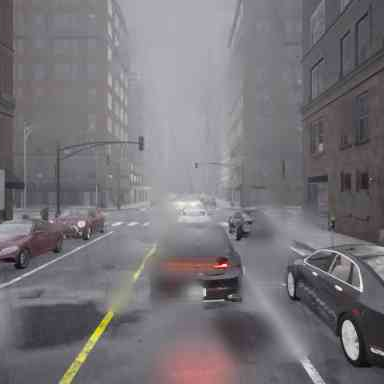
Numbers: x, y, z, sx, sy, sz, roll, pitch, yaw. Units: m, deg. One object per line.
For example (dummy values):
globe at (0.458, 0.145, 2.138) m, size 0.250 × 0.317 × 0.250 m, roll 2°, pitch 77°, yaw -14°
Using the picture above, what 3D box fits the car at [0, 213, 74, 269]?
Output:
car at (-5.669, 1.582, 11.060) m, size 1.802 × 1.307 × 4.206 m, roll 0°, pitch 0°, yaw 0°

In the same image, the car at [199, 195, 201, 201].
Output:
car at (2.917, 1.606, 64.469) m, size 2.008 × 1.369 × 4.403 m, roll 0°, pitch 0°, yaw 0°

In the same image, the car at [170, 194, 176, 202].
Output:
car at (-5.578, 1.625, 80.537) m, size 1.752 × 1.417 × 4.829 m, roll 0°, pitch 0°, yaw 0°

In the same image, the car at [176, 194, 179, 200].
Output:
car at (-5.558, 1.456, 91.525) m, size 2.192 × 1.841 × 5.009 m, roll 0°, pitch 0°, yaw 0°

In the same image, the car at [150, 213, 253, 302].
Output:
car at (0.099, 1.505, 8.226) m, size 1.837 × 1.490 × 4.892 m, roll 0°, pitch 0°, yaw 0°

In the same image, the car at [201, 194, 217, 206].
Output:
car at (2.895, 1.475, 53.651) m, size 1.967 × 1.590 × 4.097 m, roll 0°, pitch 0°, yaw 0°

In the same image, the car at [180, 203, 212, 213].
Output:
car at (0.084, 1.526, 17.373) m, size 1.812 × 1.442 × 4.674 m, roll 0°, pitch 0°, yaw -1°

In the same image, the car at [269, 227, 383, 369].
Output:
car at (2.856, 1.551, 5.558) m, size 2.008 × 1.369 × 4.403 m, roll 0°, pitch 0°, yaw 0°

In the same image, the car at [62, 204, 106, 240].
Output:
car at (-5.668, 1.441, 16.562) m, size 1.967 × 1.590 × 4.097 m, roll 0°, pitch 0°, yaw 0°

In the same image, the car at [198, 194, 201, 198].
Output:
car at (2.936, 1.523, 75.287) m, size 1.967 × 1.590 × 4.097 m, roll 0°, pitch 0°, yaw 0°

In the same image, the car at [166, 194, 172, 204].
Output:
car at (-5.608, 1.606, 64.482) m, size 2.008 × 1.369 × 4.403 m, roll 0°, pitch 0°, yaw 0°

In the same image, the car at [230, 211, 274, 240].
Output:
car at (2.857, 1.566, 16.561) m, size 1.947 × 1.339 × 4.313 m, roll 0°, pitch 0°, yaw 0°

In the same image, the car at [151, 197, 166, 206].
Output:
car at (-5.629, 1.617, 53.665) m, size 1.802 × 1.307 × 4.206 m, roll 0°, pitch 0°, yaw 0°
